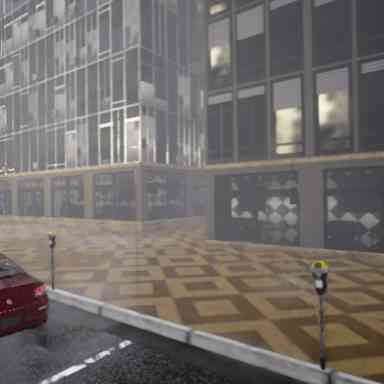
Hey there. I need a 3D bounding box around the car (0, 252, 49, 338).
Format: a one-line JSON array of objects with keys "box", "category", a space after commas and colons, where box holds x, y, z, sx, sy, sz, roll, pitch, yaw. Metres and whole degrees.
[{"box": [-4.098, 1.589, 5.660, 4.206, 1.307, 1.802, 0, -1, 36], "category": "car"}]
